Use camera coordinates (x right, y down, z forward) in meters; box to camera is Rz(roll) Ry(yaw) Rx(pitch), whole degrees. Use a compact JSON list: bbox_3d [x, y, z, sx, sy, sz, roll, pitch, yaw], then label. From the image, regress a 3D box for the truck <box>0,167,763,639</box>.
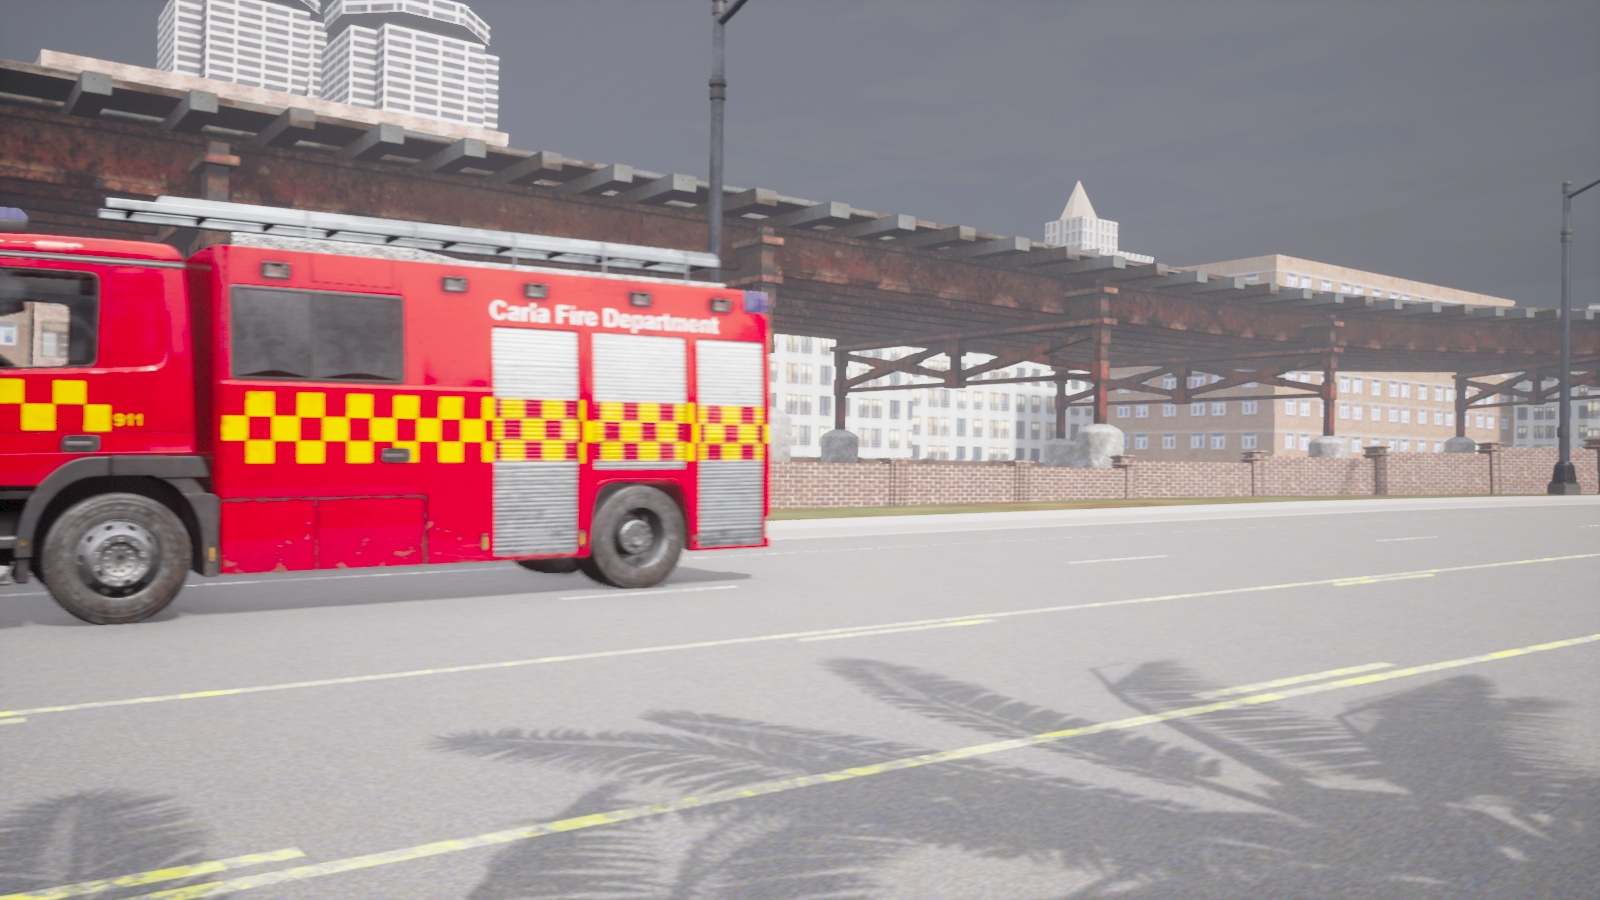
[{"bbox_3d":[-4.735,-0.379,13.159,8.468,3.827,2.891,0,0,-35],"label":"truck"}]
